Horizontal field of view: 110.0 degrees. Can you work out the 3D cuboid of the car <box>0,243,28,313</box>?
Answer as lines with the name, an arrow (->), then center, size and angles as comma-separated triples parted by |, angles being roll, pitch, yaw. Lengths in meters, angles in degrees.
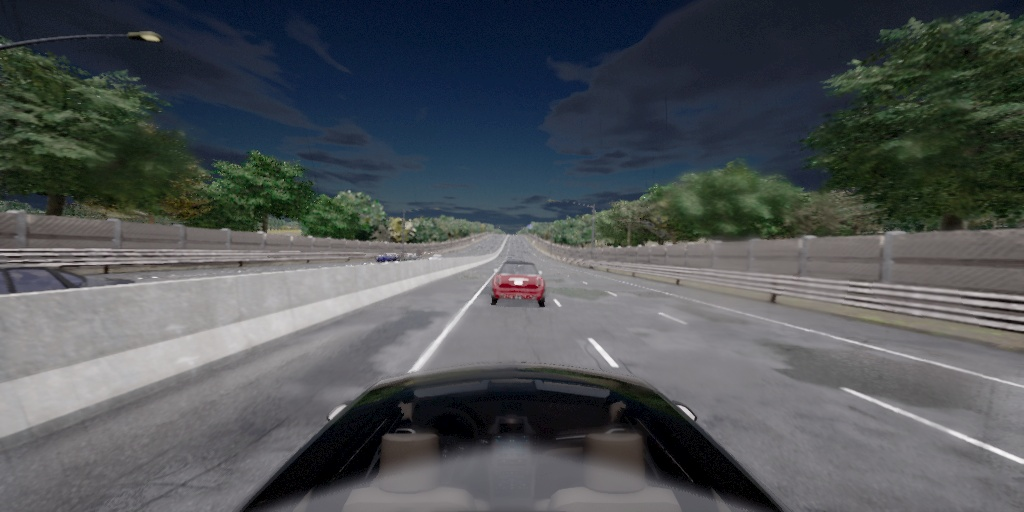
car -> -13.915, 0.544, 7.245 | 2.097, 1.767, 4.553 | 2, 1, 0

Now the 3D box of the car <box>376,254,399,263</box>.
car -> -17.392, 0.378, 50.357 | 1.895, 1.301, 4.718 | 2, 0, 0

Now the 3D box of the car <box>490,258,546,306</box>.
car -> 0.248, 0.980, 15.376 | 2.097, 1.767, 4.553 | 2, 1, 0

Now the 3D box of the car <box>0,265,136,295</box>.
car -> -10.426, 0.870, 6.788 | 2.033, 1.411, 5.357 | 2, 1, 0

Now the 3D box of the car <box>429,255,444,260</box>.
car -> -10.395, 0.587, 50.399 | 1.812, 1.442, 4.674 | 2, 0, 0

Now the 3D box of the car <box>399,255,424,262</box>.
car -> -13.896, 0.558, 50.363 | 1.895, 1.301, 4.718 | 2, 0, 0
